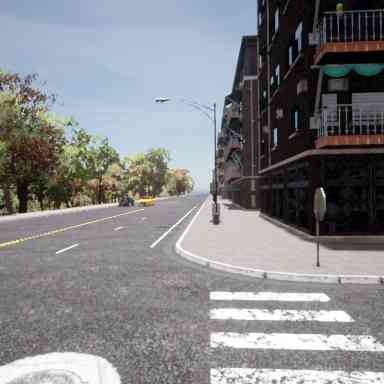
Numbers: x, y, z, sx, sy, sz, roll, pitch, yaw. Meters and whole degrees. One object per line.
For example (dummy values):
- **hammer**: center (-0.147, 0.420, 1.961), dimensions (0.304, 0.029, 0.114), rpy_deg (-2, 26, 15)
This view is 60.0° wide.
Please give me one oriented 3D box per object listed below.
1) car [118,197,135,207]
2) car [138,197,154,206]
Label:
- **car**: center (-10.548, 1.552, 53.831), dimensions (1.837, 1.490, 4.892), rpy_deg (-1, 0, 3)
- **car**: center (-7.304, 1.481, 53.636), dimensions (1.882, 1.535, 5.008), rpy_deg (-1, 0, 3)
